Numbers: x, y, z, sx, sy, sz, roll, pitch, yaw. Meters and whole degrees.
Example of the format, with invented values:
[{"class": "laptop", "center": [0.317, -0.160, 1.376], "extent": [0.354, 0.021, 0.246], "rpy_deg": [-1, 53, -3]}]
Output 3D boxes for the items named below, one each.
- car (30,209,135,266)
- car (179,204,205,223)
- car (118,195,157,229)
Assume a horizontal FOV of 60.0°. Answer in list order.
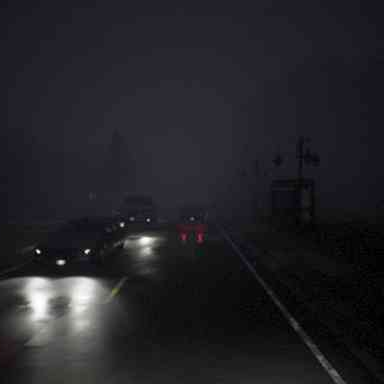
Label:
[{"class": "car", "center": [-3.597, 1.552, 11.780], "extent": [2.033, 1.411, 5.357], "rpy_deg": [0, 0, 0]}, {"class": "car", "center": [0.030, 1.610, 25.669], "extent": [1.895, 1.301, 4.718], "rpy_deg": [0, 0, 1]}, {"class": "car", "center": [-3.546, 1.229, 22.135], "extent": [2.150, 2.045, 5.566], "rpy_deg": [0, 0, -2]}]
